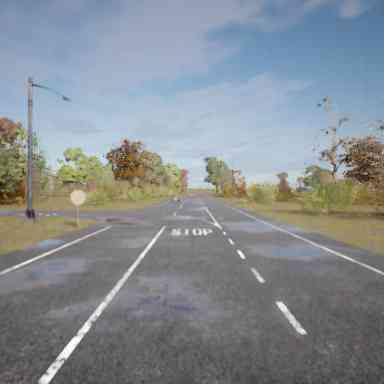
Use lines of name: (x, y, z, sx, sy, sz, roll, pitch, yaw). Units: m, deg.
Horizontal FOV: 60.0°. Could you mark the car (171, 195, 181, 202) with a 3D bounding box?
car: (-3.403, 1.400, 69.660, 2.128, 1.511, 4.902, 0, 0, 0)
